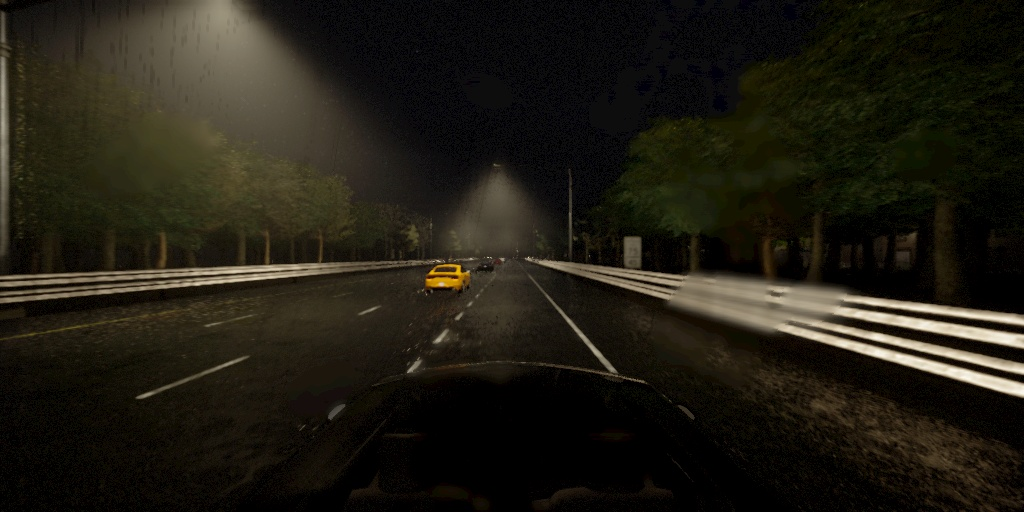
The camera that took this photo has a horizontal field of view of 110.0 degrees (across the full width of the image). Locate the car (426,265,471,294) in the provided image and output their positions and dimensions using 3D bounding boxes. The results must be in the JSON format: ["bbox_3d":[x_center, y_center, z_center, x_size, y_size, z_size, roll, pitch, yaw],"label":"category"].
[{"bbox_3d":[-3.488,1.234,20.250,1.882,1.535,5.008,0,0,0],"label":"car"}]

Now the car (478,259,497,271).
[{"bbox_3d":[-3.464,1.335,48.221,1.994,1.385,4.181,0,0,0],"label":"car"}]
